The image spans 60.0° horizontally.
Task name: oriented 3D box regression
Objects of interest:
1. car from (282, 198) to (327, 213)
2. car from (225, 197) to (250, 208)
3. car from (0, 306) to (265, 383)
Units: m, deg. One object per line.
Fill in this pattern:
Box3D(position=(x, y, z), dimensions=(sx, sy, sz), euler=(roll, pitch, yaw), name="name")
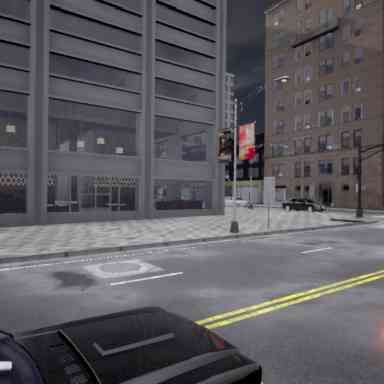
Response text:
Box3D(position=(11.935, 1.402, 35.605), dimensions=(1.837, 1.490, 4.892), euler=(1, 0, -35), name="car")
Box3D(position=(5.809, 1.378, 44.305), dimensions=(1.812, 1.442, 4.674), euler=(1, 0, -35), name="car")
Box3D(position=(-1.674, 1.601, 2.197), dimensions=(4.718, 1.301, 1.895), euler=(0, 0, -35), name="car")
